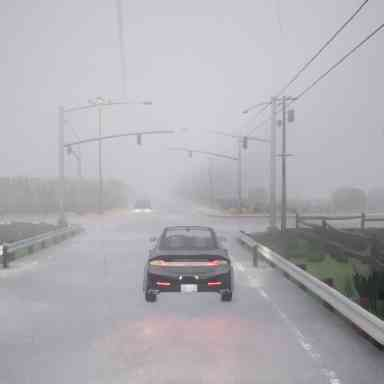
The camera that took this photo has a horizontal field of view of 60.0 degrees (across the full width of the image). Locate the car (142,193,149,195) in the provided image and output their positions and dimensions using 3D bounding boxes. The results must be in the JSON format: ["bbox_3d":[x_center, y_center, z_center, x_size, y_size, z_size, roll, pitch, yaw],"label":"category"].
[{"bbox_3d":[-7.455,1.284,51.880,1.812,1.442,4.674,0,1,-7],"label":"car"}]

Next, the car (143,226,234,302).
[{"bbox_3d":[-0.097,1.614,8.519,2.128,1.511,4.902,0,-2,-1],"label":"car"}]

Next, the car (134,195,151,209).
[{"bbox_3d":[-6.403,1.470,43.465,1.994,1.385,4.181,0,1,-7],"label":"car"}]

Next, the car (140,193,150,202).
[{"bbox_3d":[-8.888,1.061,63.314,1.837,1.490,4.892,0,1,-7],"label":"car"}]
